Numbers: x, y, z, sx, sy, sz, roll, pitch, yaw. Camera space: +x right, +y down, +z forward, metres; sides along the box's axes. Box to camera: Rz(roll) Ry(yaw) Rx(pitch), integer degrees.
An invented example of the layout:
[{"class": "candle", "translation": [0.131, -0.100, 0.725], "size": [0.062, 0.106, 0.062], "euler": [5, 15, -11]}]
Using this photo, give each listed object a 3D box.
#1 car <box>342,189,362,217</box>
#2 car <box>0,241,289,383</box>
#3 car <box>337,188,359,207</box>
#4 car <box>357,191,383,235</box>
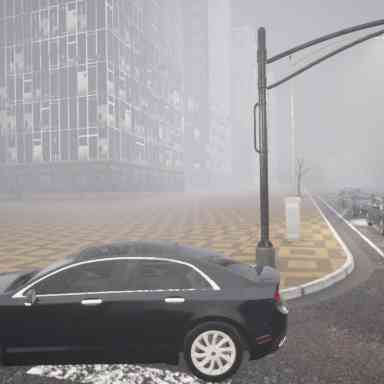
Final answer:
[{"class": "car", "translation": [10.921, 0.759, 20.780], "size": [1.994, 1.385, 4.181], "euler": [-1, 2, 17]}, {"class": "car", "translation": [-1.142, 1.505, 4.792], "size": [4.892, 1.490, 1.837], "euler": [0, 0, 0]}, {"class": "car", "translation": [12.886, 0.454, 26.854], "size": [2.128, 1.511, 4.902], "euler": [-1, 2, 18]}, {"class": "car", "translation": [8.902, 0.928, 14.476], "size": [2.128, 1.511, 4.902], "euler": [-1, 2, 18]}]
